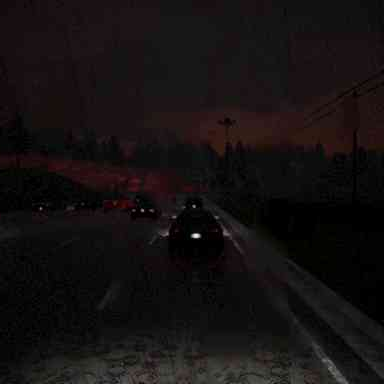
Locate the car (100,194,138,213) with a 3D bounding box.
[{"bbox_3d":[-6.882,0.995,31.894,2.097,1.767,4.553,0,0,0],"label":"car"}]

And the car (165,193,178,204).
[{"bbox_3d":[-3.216,0.959,50.006,2.128,1.511,4.902,0,1,0],"label":"car"}]

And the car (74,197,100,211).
[{"bbox_3d":[-10.278,1.161,33.832,2.033,1.411,5.357,0,1,0],"label":"car"}]

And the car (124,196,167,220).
[{"bbox_3d":[-3.313,1.276,24.861,2.033,1.411,5.357,0,1,0],"label":"car"}]

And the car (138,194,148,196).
[{"bbox_3d":[-6.793,1.008,45.494,1.837,1.490,4.892,0,1,1],"label":"car"}]

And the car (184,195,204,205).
[{"bbox_3d":[0.229,1.131,35.768,1.837,1.490,4.892,0,1,0],"label":"car"}]

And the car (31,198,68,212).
[{"bbox_3d":[-13.783,1.216,32.589,1.895,1.301,4.718,0,1,0],"label":"car"}]

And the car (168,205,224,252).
[{"bbox_3d":[0.143,1.425,13.182,1.994,1.385,4.181,0,1,0],"label":"car"}]
